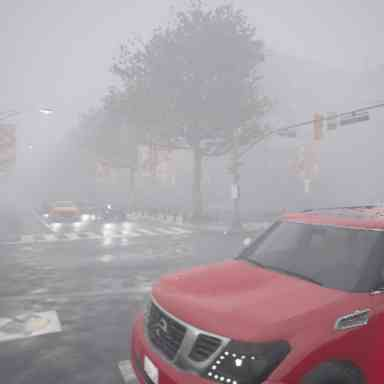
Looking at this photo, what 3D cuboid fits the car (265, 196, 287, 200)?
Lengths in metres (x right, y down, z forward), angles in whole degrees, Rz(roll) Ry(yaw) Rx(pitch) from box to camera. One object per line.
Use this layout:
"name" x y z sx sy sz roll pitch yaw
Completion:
"car" 15.711 1.521 59.897 2.002 1.452 4.674 0 0 -29

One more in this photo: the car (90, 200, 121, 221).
"car" -7.038 1.661 28.320 1.895 1.301 4.718 0 0 -28

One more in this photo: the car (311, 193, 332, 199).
"car" 32.510 1.335 83.391 2.435 2.045 5.566 0 0 -29

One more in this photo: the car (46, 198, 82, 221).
"car" -10.903 1.528 28.112 1.882 1.535 5.008 0 0 -28

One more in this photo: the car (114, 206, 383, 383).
"car" 2.068 1.245 4.295 5.566 2.045 2.150 0 0 -28

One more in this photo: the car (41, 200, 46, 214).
"car" -15.880 1.611 37.356 2.033 1.411 5.357 0 0 -28

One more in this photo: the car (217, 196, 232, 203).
"car" 6.265 1.616 68.645 2.161 1.482 4.786 0 0 -29

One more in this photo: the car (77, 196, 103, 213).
"car" -11.947 1.565 37.425 2.128 1.511 4.902 0 0 -28
